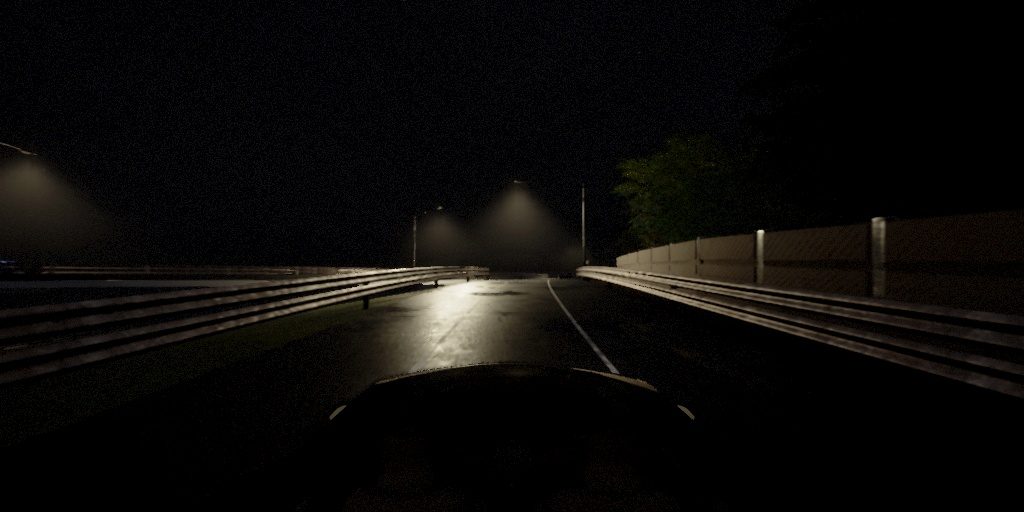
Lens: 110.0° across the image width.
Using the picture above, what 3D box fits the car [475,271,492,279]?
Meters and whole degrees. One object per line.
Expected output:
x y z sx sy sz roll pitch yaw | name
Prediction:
-5.124 2.794 53.620 1.895 1.301 4.718 -3 -4 41 | car

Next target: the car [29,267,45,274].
-46.093 1.195 32.496 4.718 1.301 1.895 2 -4 -23 | car

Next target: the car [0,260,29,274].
-44.703 0.641 29.311 5.566 2.045 2.150 2 -4 -23 | car

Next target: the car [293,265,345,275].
-20.957 1.794 39.175 5.008 1.535 1.882 3 -4 -37 | car
